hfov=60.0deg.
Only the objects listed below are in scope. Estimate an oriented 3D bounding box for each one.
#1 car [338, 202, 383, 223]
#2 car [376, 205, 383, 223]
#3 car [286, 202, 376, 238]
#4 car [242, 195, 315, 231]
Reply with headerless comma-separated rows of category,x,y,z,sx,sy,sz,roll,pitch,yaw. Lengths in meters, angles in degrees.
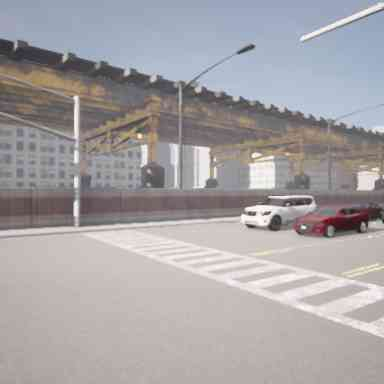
car,13.848,1.582,26.676,4.181,1.385,1.994,0,0,-35
car,15.672,1.239,23.685,5.566,2.045,2.150,0,0,-35
car,7.592,1.489,17.991,5.008,1.535,1.882,0,0,-35
car,5.659,1.233,20.911,5.566,2.045,2.150,0,0,-36
